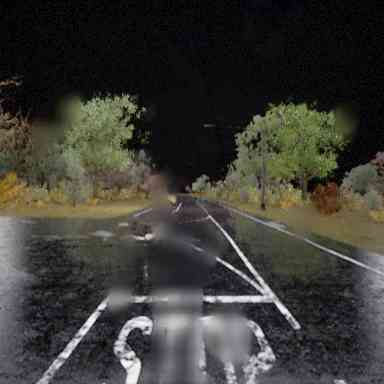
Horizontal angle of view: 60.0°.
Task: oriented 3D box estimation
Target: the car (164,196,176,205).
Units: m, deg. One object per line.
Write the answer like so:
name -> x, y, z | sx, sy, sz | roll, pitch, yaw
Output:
car -> -3.842, 1.484, 59.467 | 1.882, 1.535, 5.008 | 0, 0, -1
